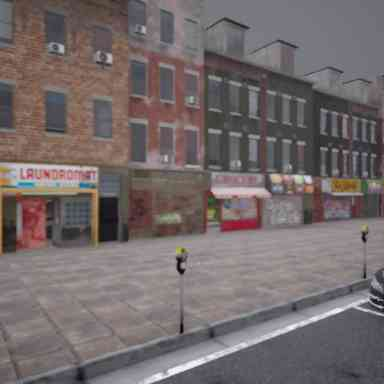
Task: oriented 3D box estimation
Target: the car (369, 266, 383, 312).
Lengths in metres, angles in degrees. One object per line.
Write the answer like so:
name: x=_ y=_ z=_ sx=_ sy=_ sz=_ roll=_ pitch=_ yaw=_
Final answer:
car: x=5.183 y=1.550 z=6.523 sx=4.403 sy=1.369 sz=2.008 roll=0 pitch=0 yaw=-35
